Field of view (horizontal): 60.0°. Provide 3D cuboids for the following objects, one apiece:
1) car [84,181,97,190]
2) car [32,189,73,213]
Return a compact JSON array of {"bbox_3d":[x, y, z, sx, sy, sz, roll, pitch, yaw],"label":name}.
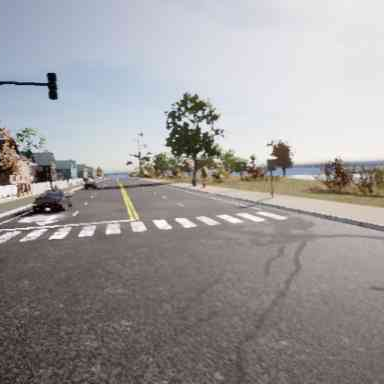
[{"bbox_3d":[-16.565,-1.126,54.308,1.895,1.301,4.718,-4,4,-13],"label":"car"},{"bbox_3d":[-9.314,0.515,22.645,2.033,1.411,5.357,-4,4,-13],"label":"car"}]
